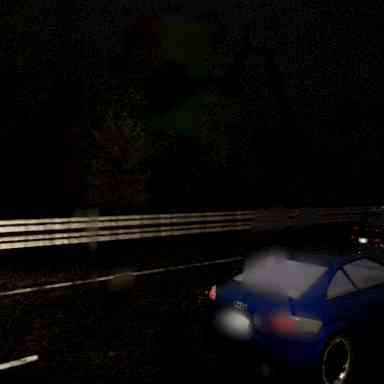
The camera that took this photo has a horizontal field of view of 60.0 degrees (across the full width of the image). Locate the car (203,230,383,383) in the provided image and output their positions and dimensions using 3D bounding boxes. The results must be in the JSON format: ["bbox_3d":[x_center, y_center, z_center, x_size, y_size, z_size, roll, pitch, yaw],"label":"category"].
[{"bbox_3d":[2.236,1.584,5.294,4.181,1.385,1.994,0,0,-35],"label":"car"}]

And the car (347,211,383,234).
[{"bbox_3d":[8.403,1.568,13.827,4.892,1.490,1.837,0,0,-34],"label":"car"}]
